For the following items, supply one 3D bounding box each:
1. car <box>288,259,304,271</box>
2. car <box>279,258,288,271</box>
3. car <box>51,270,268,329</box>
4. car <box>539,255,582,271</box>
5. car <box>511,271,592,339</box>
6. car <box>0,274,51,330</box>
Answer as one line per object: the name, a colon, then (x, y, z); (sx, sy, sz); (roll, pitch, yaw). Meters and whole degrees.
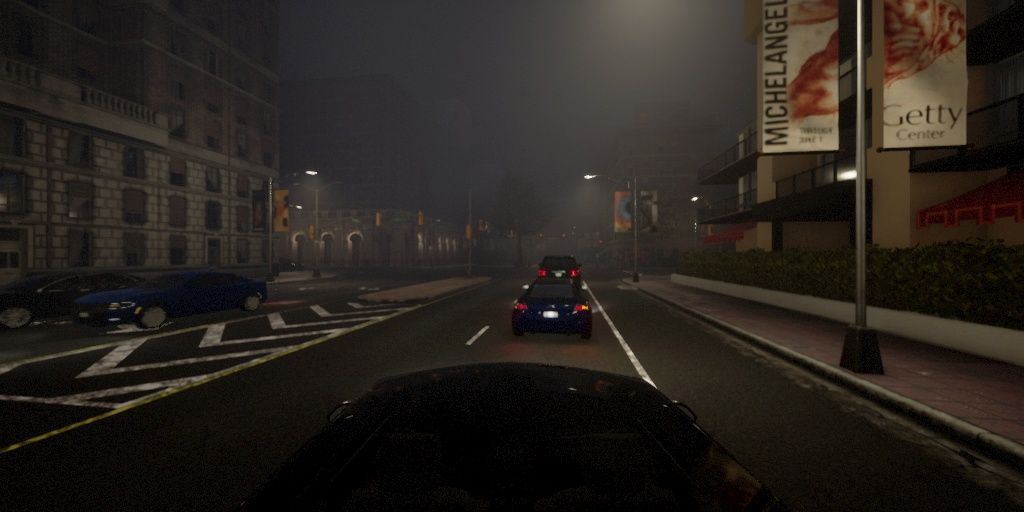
car: (-30.750, 1.117, 48.639); (4.553, 1.767, 2.097); (0, 0, 9)
car: (-31.459, 1.268, 45.201); (4.892, 1.490, 1.837); (0, 0, 8)
car: (-10.435, 1.230, 11.527); (1.882, 1.535, 5.008); (0, 0, 9)
car: (2.604, 0.979, 19.546); (2.150, 2.045, 5.566); (0, 0, 9)
car: (1.206, 1.318, 10.244); (1.994, 1.385, 4.181); (0, 0, 9)
car: (-14.021, 1.259, 11.246); (1.837, 1.490, 4.892); (0, -1, 9)
